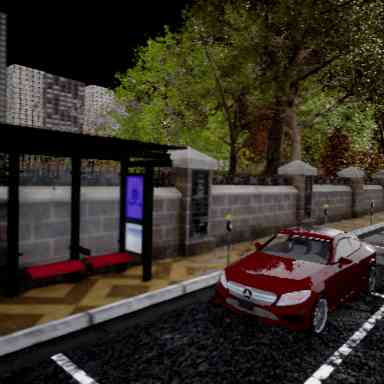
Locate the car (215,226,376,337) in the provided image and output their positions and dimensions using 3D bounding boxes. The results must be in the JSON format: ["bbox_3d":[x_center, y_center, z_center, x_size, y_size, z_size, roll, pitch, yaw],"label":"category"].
[{"bbox_3d":[2.218,1.362,6.310,1.802,1.307,4.206,4,4,43],"label":"car"}]
